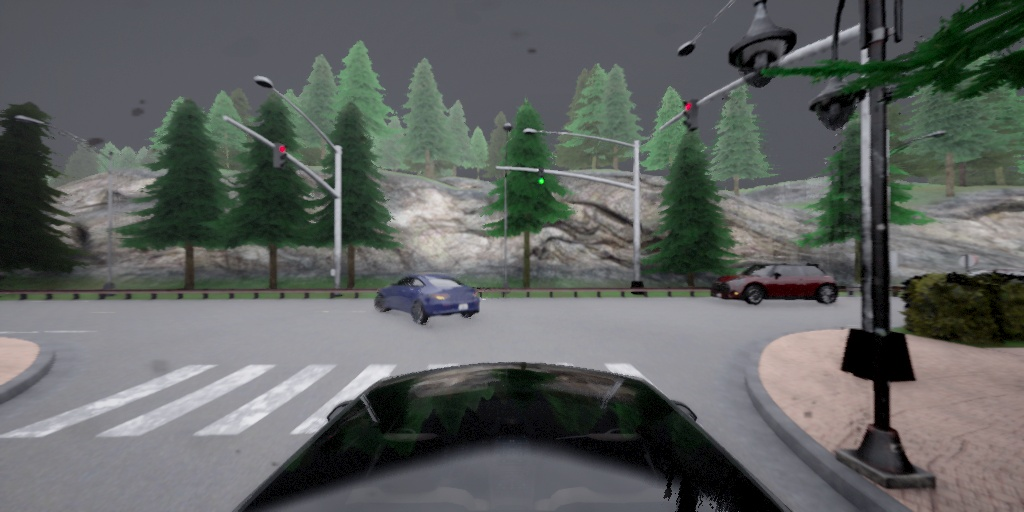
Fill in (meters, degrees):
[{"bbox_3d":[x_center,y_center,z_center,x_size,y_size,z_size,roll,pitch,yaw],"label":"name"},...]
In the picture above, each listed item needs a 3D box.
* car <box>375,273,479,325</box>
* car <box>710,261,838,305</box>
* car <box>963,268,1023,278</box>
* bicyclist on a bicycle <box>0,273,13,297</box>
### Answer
[{"bbox_3d":[-2.907,1.283,11.998,1.812,1.442,4.674,2,-1,-41],"label":"car"},{"bbox_3d":[11.023,1.075,15.339,4.553,1.767,2.097,0,-1,-2],"label":"car"},{"bbox_3d":[21.109,1.246,15.713,4.674,1.442,1.812,0,-1,-2],"label":"car"},{"bbox_3d":[-25.220,1.237,17.331,0.582,1.620,1.656,0,-1,-2],"label":"bicyclist on a bicycle"}]
